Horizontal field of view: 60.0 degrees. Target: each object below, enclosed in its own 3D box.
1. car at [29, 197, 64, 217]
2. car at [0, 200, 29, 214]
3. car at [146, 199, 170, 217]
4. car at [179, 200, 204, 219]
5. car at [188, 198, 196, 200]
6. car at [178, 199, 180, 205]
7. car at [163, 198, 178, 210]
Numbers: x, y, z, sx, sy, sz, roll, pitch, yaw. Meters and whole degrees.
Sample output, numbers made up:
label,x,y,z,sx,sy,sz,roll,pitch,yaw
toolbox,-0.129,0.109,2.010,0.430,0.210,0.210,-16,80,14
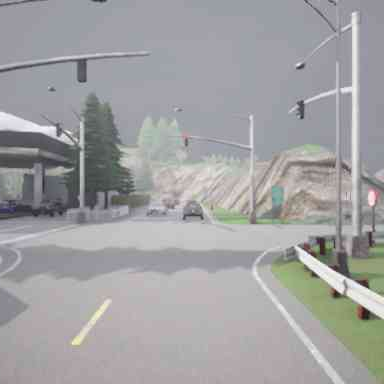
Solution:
label,x,y,z,sx,sy,sz,roll,pitch,yaw
car,-14.530,1.508,33.960,1.905,1.878,3.866,0,0,-1
car,-20.237,1.699,38.237,2.242,1.667,4.611,0,0,-1
car,-3.597,1.724,34.525,1.812,1.442,4.674,0,0,0
car,0.100,1.726,31.101,2.033,1.411,5.357,0,0,0
car,-0.003,1.887,63.062,1.812,1.442,4.674,0,0,0
car,-3.503,1.948,67.040,1.994,1.385,4.181,0,0,0
car,-3.586,1.632,48.391,2.097,1.767,4.553,0,-1,0
